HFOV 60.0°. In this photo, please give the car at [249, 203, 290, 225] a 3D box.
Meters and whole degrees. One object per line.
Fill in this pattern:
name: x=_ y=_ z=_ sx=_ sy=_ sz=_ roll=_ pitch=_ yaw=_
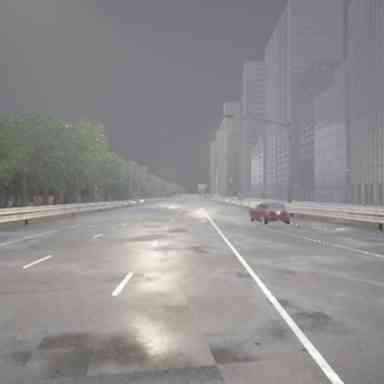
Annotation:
car: x=6.252 y=1.663 z=27.426 sx=2.097 sy=1.767 sz=4.553 roll=0 pitch=-1 yaw=-9
